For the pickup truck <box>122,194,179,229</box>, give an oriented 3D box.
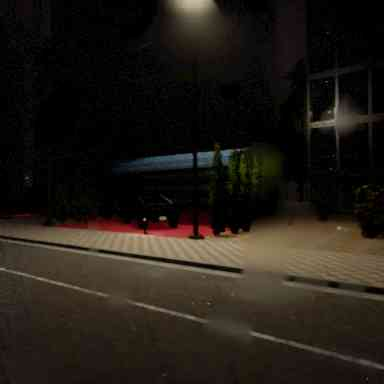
[{"bbox_3d":[-2.939,1.200,22.082,2.390,2.098,6.274,0,0,-24],"label":"pickup truck"}]
